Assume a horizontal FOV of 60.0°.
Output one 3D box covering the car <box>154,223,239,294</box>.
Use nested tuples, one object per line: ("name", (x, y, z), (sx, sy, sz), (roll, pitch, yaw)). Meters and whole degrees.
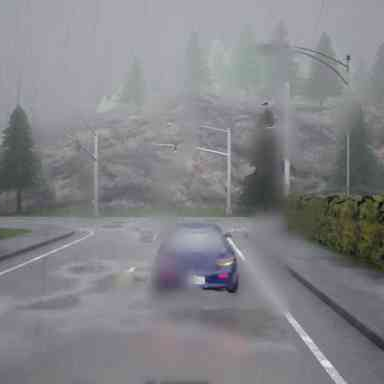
("car", (0.103, 1.529, 8.694), (1.812, 1.442, 4.674), (0, 0, 0))
